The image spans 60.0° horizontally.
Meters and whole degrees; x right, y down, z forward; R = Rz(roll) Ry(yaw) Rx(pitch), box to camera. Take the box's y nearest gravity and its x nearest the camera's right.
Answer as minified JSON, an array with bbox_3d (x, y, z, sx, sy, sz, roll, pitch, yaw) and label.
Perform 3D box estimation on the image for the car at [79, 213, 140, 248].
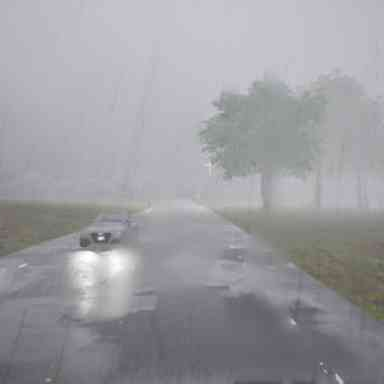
[{"bbox_3d":[-3.592,1.651,15.064,1.994,1.385,4.181,0,0,0],"label":"car"}]
